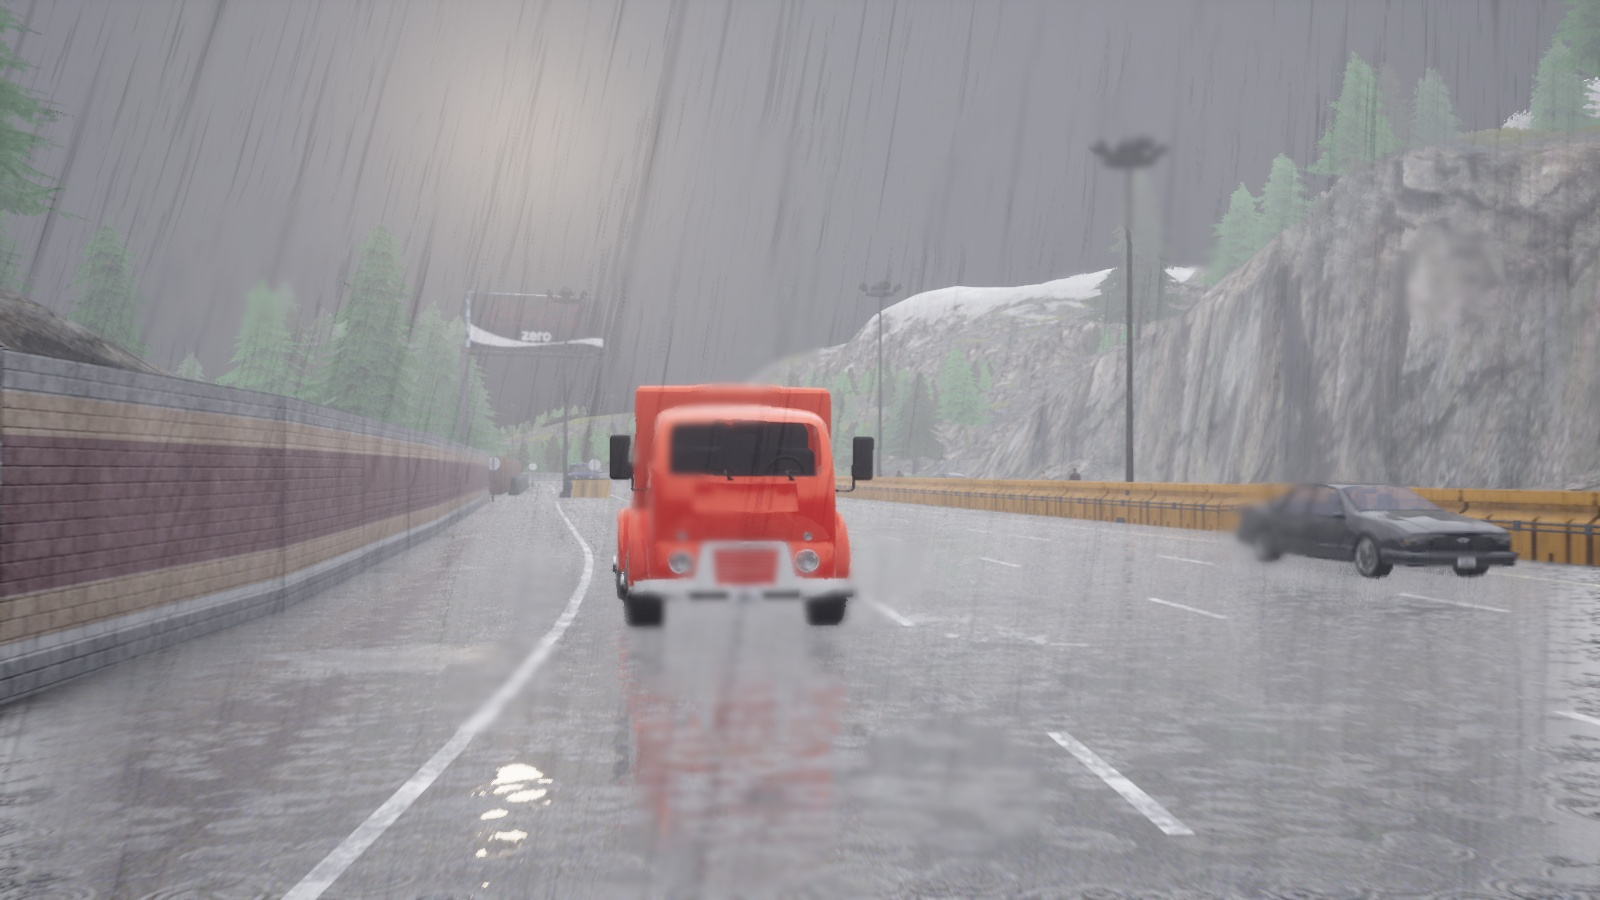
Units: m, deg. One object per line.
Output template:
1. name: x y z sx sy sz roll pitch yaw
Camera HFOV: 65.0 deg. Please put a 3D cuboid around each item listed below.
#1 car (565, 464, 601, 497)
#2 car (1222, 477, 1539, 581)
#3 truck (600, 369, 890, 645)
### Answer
1. car: -13.966 1.945 80.594 2.150 2.045 5.566 0 -1 -11
2. car: 9.055 1.161 20.275 2.033 1.411 5.357 0 -1 -8
3. truck: -0.786 0.572 13.978 2.627 2.467 5.204 0 -1 -7
